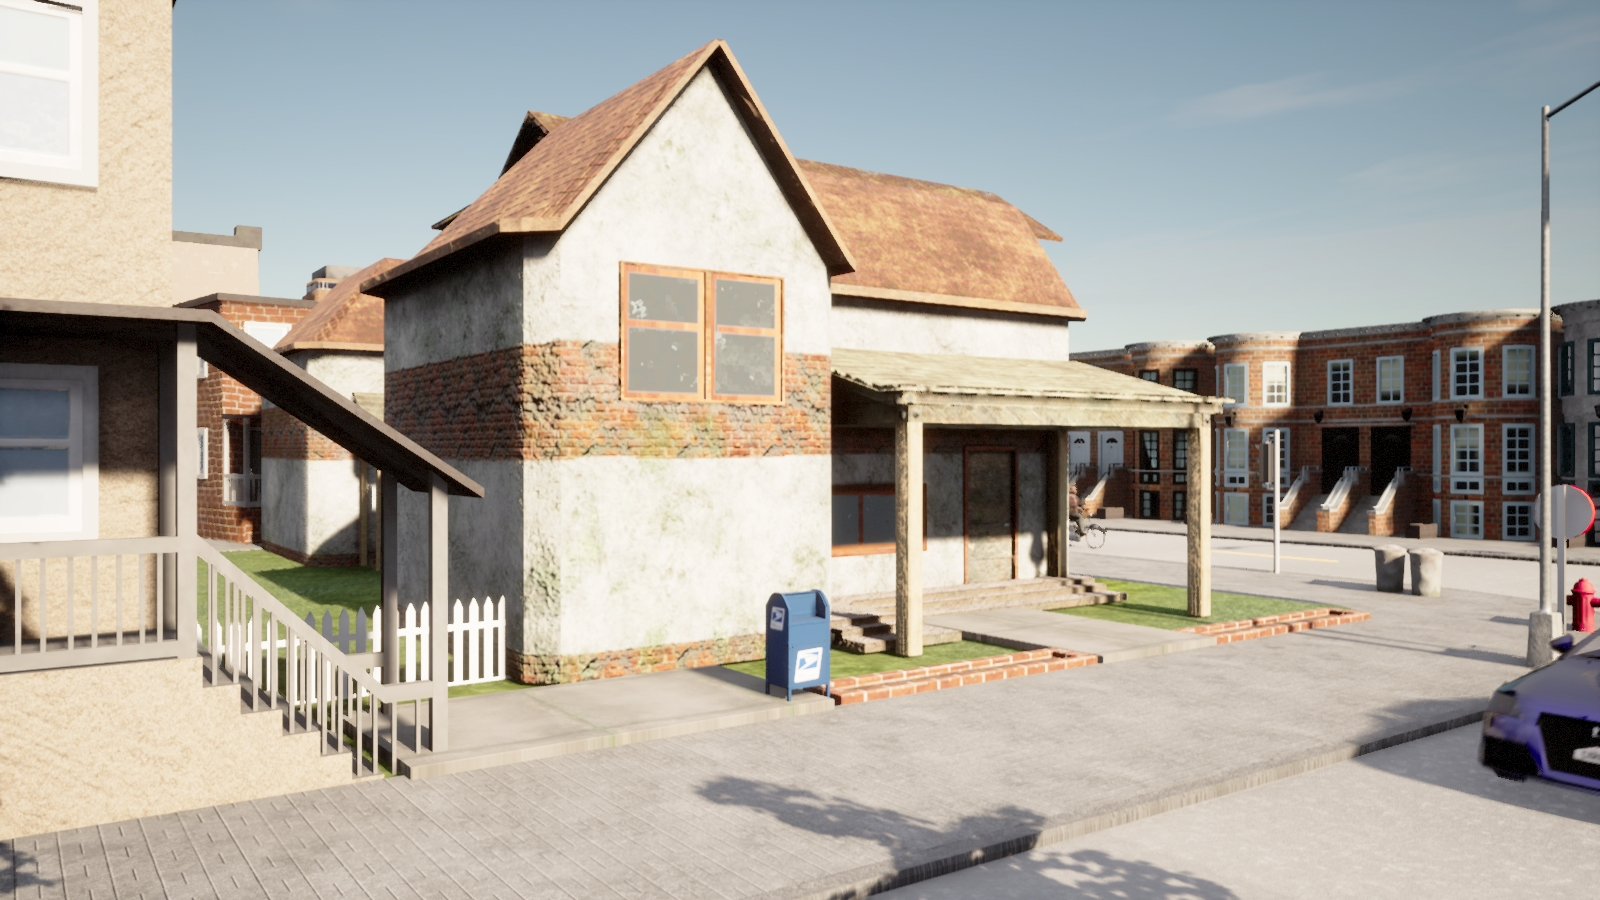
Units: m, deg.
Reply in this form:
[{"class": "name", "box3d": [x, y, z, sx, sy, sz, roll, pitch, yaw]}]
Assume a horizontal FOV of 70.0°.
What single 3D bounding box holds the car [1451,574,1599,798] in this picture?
[{"class": "car", "box3d": [7.621, 1.889, 9.728, 4.181, 1.385, 1.994, 0, 0, -35]}]
